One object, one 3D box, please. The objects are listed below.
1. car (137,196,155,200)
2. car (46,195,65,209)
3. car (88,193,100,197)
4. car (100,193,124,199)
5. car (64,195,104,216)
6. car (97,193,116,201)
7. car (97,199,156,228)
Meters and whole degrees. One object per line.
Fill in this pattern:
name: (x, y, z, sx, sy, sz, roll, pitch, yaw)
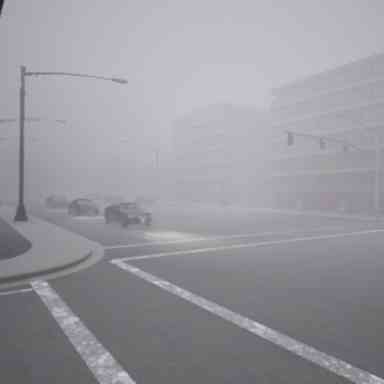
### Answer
car: (-7.332, 1.262, 51.939, 1.994, 1.385, 4.181, 1, 1, -34)
car: (-15.898, 1.119, 39.329, 1.882, 1.535, 5.008, 1, 1, -34)
car: (-18.429, 0.934, 61.798, 1.837, 1.490, 4.892, 1, 0, -34)
car: (-12.546, 1.068, 53.191, 1.882, 1.535, 5.008, 1, 1, -34)
car: (-10.104, 1.346, 30.835, 1.812, 1.442, 4.674, 1, 1, -34)
car: (-17.178, 0.937, 66.327, 2.128, 1.511, 4.902, 1, 0, -34)
car: (-4.377, 1.460, 22.451, 2.128, 1.511, 4.902, 1, 0, -34)
